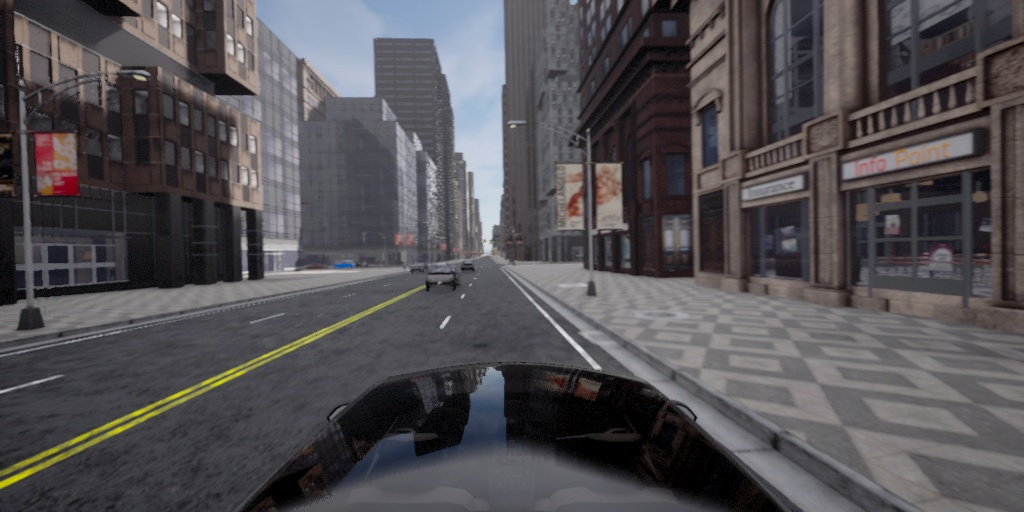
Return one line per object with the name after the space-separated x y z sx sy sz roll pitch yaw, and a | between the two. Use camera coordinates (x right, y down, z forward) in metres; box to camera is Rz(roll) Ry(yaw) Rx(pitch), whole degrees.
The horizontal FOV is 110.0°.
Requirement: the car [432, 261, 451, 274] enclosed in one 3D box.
-9.206 1.484 47.195 1.812 1.442 4.674 -1 0 -3 | car

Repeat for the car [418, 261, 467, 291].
-4.339 1.345 23.161 2.128 1.511 4.902 -1 0 -4 | car

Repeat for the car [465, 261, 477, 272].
-5.918 1.384 48.769 1.837 1.490 4.892 -1 0 -4 | car

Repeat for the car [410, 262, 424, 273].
-12.558 1.586 49.075 2.033 1.411 5.357 -1 0 -3 | car
